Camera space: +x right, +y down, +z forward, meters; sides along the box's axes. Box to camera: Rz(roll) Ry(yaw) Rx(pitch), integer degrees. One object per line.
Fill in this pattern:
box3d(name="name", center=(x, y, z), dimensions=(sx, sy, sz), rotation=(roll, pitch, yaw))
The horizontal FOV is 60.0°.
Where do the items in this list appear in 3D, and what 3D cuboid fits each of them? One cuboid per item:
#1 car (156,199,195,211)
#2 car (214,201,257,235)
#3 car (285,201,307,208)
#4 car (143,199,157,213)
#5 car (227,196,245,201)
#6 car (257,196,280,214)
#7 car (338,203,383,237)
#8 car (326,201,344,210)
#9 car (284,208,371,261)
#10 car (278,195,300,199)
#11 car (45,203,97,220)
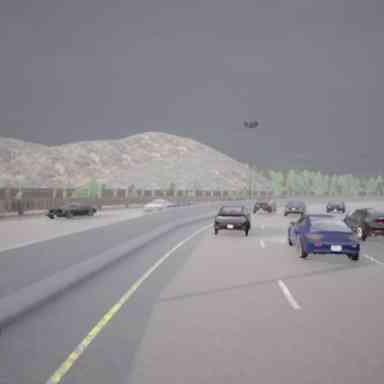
box3d(name="car", center=(-1.172, 1.550, 32.652), dimensions=(2.033, 1.411, 5.357), rotation=(0, 0, 19))
box3d(name="car", center=(2.406, 1.505, 18.971), dimensions=(2.128, 1.511, 4.902), rotation=(0, 0, 12))
box3d(name="car", center=(10.163, 1.595, 32.498), dimensions=(2.033, 1.411, 5.357), rotation=(0, 0, 22))
box3d(name="car", center=(-3.537, 1.519, 36.186), dimensions=(1.812, 1.442, 4.674), rotation=(0, 0, 22))
box3d(name="car", center=(8.592, 1.524, 64.909), dimensions=(1.882, 1.535, 5.008), rotation=(0, 0, 38))
box3d(name="car", center=(8.004, 1.544, 36.185), dimensions=(1.837, 1.490, 4.892), rotation=(0, 0, 23))
box3d(name="car", center=(9.106, 1.545, 16.884), dimensions=(1.837, 1.490, 4.892), rotation=(0, 0, 12))
box3d(name="car", center=(16.671, 1.675, 38.311), dimensions=(1.895, 1.301, 4.718), rotation=(0, 0, 27))
box3d(name="car", center=(4.745, 1.548, 12.428), dimensions=(1.812, 1.442, 4.674), rotation=(0, 0, 8))
box3d(name="car", center=(20.338, 1.352, 67.889), dimensions=(2.033, 1.411, 5.357), rotation=(0, 0, 41))
box3d(name="car", center=(-10.001, 1.567, 27.850), dimensions=(1.895, 1.301, 4.718), rotation=(0, 0, 16))
